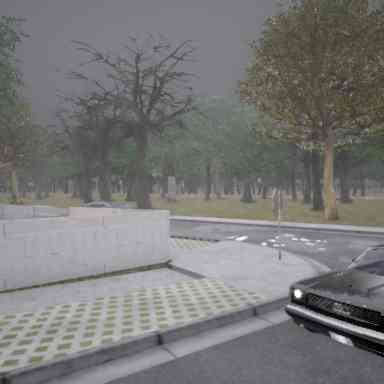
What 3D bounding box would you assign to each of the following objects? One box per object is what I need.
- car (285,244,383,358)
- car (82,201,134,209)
[{"bbox_3d":[3.734,1.599,5.607,4.718,1.301,1.895,0,0,-35],"label":"car"},{"bbox_3d":[-4.750,1.309,19.794,4.902,1.511,2.128,1,1,32],"label":"car"}]
